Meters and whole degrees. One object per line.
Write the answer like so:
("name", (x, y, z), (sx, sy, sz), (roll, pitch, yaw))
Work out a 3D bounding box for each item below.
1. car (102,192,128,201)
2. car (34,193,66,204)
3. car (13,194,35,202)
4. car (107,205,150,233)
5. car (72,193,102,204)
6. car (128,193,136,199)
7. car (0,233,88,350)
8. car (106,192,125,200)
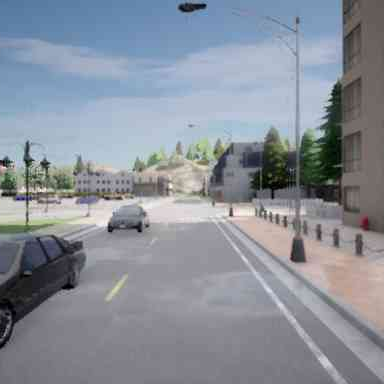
("car", (-17.274, 1.016, 73.869), (4.605, 1.855, 1.932), (0, 0, 0))
("car", (-24.825, 1.329, 58.263), (3.806, 1.475, 1.970), (0, 0, 0))
("car", (-35.822, 1.253, 70.250), (3.633, 1.501, 1.845), (0, 0, 0))
("car", (-3.575, 1.500, 19.454), (1.812, 1.442, 4.674), (0, 0, 0))
("car", (-17.403, 1.319, 55.286), (3.633, 1.501, 1.845), (0, 0, 0))
("car", (-17.693, 1.050, 89.569), (5.027, 1.636, 2.152), (0, 0, 0))
("car", (-3.601, 1.540, 6.374), (2.033, 1.411, 5.357), (0, 0, 0))
("car", (-17.688, 0.992, 76.774), (3.866, 1.878, 1.905), (0, 0, 0))
